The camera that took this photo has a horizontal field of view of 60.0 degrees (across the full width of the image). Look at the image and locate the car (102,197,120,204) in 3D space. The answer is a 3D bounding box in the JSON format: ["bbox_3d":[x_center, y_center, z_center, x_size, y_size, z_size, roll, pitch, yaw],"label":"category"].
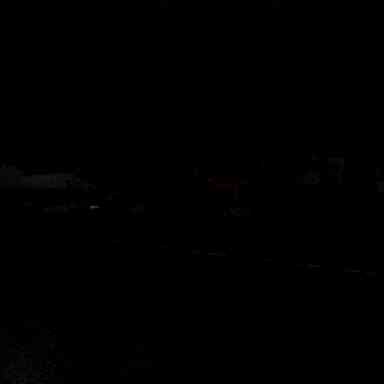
[{"bbox_3d":[-12.897,1.482,54.285,1.882,1.535,5.008,0,0,36],"label":"car"}]

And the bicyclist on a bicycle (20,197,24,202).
[{"bbox_3d":[-17.305,1.348,33.839,1.656,1.620,0.582,0,0,36],"label":"bicyclist on a bicycle"}]
